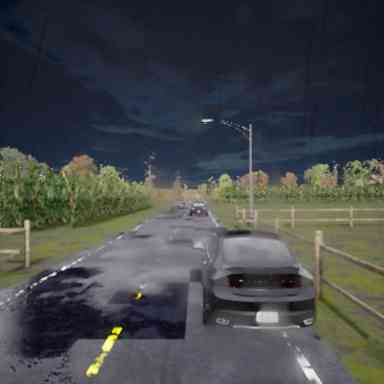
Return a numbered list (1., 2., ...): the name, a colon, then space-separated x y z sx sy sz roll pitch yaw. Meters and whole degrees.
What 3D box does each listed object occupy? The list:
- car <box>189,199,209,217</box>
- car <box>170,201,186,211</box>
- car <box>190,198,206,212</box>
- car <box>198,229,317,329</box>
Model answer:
1. car: 0.717 1.777 34.897 1.812 1.442 4.674 0 0 1
2. car: -1.917 1.895 46.190 1.994 1.385 4.181 0 0 1
3. car: 0.871 1.668 45.193 2.097 1.767 4.553 0 0 1
4. car: 1.119 1.557 7.166 1.837 1.490 4.892 0 0 1
